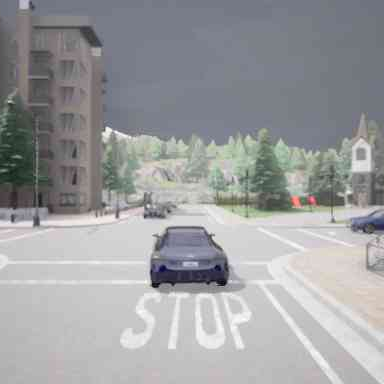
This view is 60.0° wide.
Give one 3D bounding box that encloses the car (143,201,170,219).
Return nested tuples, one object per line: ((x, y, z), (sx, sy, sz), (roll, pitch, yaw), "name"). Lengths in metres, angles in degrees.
((-3.575, 1.921, 32.755), (1.994, 1.385, 4.181), (0, -1, 1), "car")

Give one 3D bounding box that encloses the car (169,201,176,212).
((-3.585, 2.015, 43.045), (2.033, 1.411, 5.357), (0, -1, 0), "car")

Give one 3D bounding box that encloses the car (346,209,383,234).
((11.901, 1.764, 20.339), (4.674, 1.442, 1.812), (0, -1, -1), "car")

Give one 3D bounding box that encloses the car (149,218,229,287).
((-0.214, 1.675, 9.747), (1.994, 1.385, 4.181), (0, -1, -5), "car")
